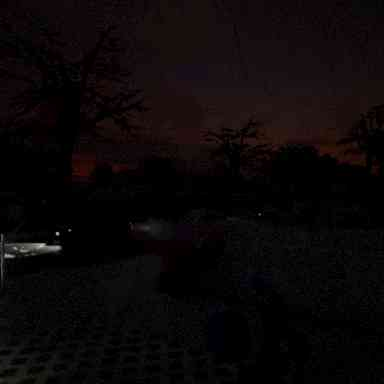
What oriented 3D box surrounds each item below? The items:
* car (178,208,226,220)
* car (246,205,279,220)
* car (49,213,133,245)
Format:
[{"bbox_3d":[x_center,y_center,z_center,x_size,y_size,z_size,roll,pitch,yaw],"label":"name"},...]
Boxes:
[{"bbox_3d":[0.858,1.931,25.046,1.812,1.442,4.674,1,-1,36],"label":"car"},{"bbox_3d":[7.252,2.121,33.749,1.837,1.490,4.892,1,-1,36],"label":"car"},{"bbox_3d":[-5.031,1.787,16.970,1.994,1.385,4.181,1,-1,37],"label":"car"}]
